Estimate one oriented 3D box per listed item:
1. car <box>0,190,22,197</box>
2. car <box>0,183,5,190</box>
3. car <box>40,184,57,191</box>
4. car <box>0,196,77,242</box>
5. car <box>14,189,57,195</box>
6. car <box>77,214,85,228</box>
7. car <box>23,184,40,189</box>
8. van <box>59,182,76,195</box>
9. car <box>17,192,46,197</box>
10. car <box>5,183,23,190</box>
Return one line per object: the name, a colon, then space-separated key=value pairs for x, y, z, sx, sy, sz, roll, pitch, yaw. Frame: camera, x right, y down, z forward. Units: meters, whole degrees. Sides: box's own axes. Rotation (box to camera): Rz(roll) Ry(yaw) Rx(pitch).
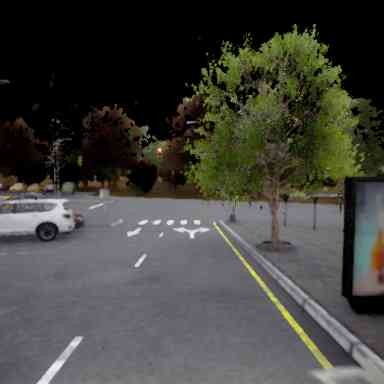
car: x=-20.793 y=1.137 z=36.952 sx=1.946 sy=1.575 sz=5.366 roll=0 pitch=6 yaw=-14
car: x=-32.109 y=-0.790 z=56.427 sx=2.002 sy=1.452 sz=4.674 roll=1 pitch=4 yaw=-13
car: x=-23.280 y=-0.599 z=55.349 sx=2.185 sy=1.767 sz=4.553 roll=1 pitch=4 yaw=-13
car: x=-8.771 y=1.401 z=16.495 sx=5.566 sy=2.045 sz=2.435 roll=-1 pitch=0 yaw=-19
car: x=-19.259 y=0.890 z=41.325 sx=4.892 sy=1.490 sz=1.837 roll=4 pitch=5 yaw=5
car: x=-8.714 y=1.723 z=19.525 sx=4.674 sy=1.452 sz=2.002 roll=-1 pitch=0 yaw=-19
car: x=-26.273 y=-0.610 z=55.899 sx=1.946 sy=1.575 sz=5.366 roll=1 pitch=4 yaw=-13
van: x=-20.310 y=-0.578 z=54.953 sx=1.878 sy=1.987 sz=4.442 roll=1 pitch=4 yaw=-14
car: x=-17.807 y=1.321 z=36.307 sx=2.163 sy=1.488 sz=4.792 roll=0 pitch=6 yaw=-15
car: x=-29.124 y=-0.700 z=55.886 sx=1.946 sy=1.575 sz=5.366 roll=1 pitch=4 yaw=-13
